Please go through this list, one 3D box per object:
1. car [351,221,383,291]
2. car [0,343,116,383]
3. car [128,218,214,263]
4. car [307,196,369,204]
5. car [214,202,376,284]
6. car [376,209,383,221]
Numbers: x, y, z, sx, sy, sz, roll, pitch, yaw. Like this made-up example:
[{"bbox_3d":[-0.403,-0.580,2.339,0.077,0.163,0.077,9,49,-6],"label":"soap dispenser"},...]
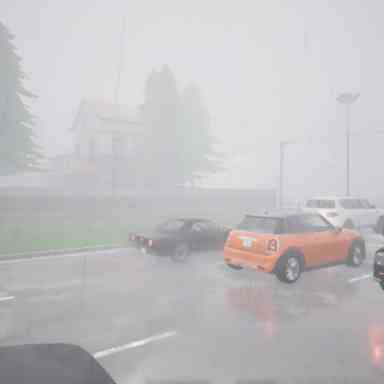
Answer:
[{"bbox_3d":[6.040,1.491,7.602,4.902,1.511,2.128,0,0,-36],"label":"car"},{"bbox_3d":[-2.778,1.547,1.257,5.357,1.411,2.033,0,0,-35],"label":"car"},{"bbox_3d":[0.239,1.600,12.045,4.718,1.301,1.895,0,0,-36],"label":"car"},{"bbox_3d":[8.172,1.221,17.741,5.566,2.045,2.150,0,0,-36],"label":"car"},{"bbox_3d":[3.155,1.352,9.844,4.553,1.767,2.097,0,0,-36],"label":"car"},{"bbox_3d":[10.612,1.477,15.187,5.008,1.535,1.882,0,0,-36],"label":"car"}]
